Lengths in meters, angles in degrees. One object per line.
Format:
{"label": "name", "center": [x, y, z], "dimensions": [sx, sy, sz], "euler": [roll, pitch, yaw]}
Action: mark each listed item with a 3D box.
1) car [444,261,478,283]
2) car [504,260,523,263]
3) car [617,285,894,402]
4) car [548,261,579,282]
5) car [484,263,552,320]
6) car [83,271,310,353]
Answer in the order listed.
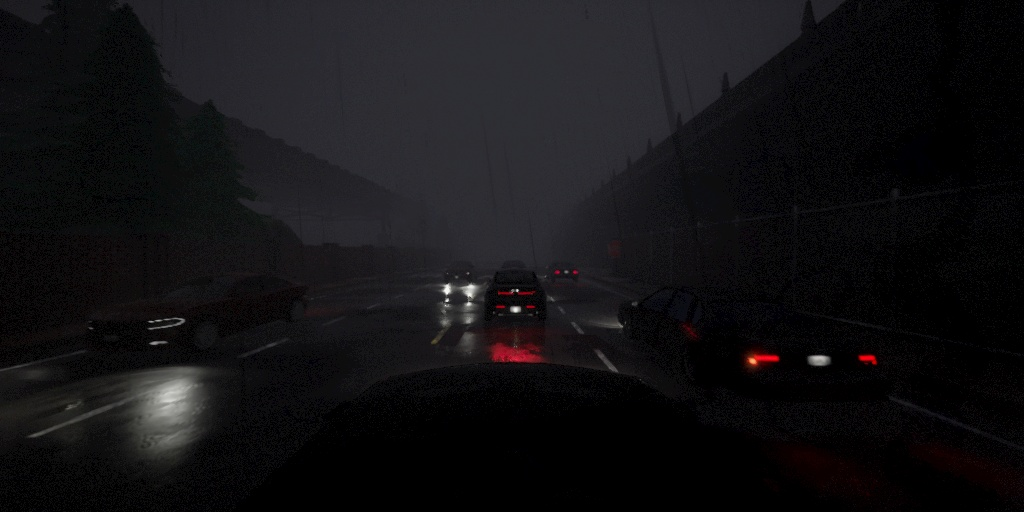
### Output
{"label": "car", "center": [-3.525, 1.074, 25.299], "dimensions": [1.812, 1.442, 4.674], "euler": [0, 0, 1]}
{"label": "car", "center": [0.105, 1.022, 25.889], "dimensions": [1.882, 1.535, 5.008], "euler": [0, 0, 0]}
{"label": "car", "center": [3.595, 1.255, 6.720], "dimensions": [2.033, 1.411, 5.357], "euler": [0, 0, 0]}
{"label": "car", "center": [3.606, 1.089, 26.200], "dimensions": [2.033, 1.411, 5.357], "euler": [0, 0, 0]}
{"label": "car", "center": [0.100, 1.167, 12.187], "dimensions": [1.837, 1.490, 4.892], "euler": [0, 1, 0]}
{"label": "car", "center": [-7.096, 1.167, 8.842], "dimensions": [1.882, 1.535, 5.008], "euler": [0, 0, 0]}
